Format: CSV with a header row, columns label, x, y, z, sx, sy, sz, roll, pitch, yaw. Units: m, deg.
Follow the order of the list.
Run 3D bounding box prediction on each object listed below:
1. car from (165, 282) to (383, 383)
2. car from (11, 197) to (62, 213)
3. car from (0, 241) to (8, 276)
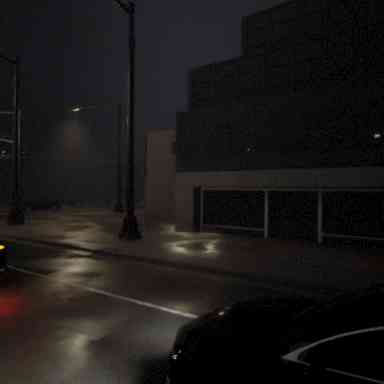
label,x,y,z,sx,sy,sz,roll,pitch,yaw
car,1.983,1.506,2.581,4.892,1.490,1.837,0,0,36
car,-15.966,1.288,34.365,1.837,1.490,4.892,1,0,36
car,-6.735,1.471,8.771,4.892,1.490,1.837,1,1,35
